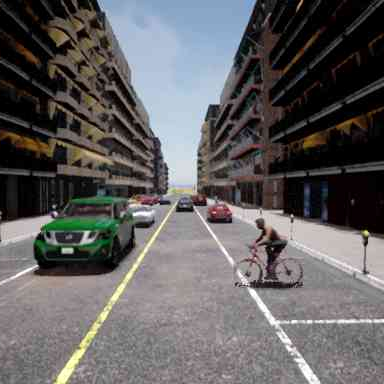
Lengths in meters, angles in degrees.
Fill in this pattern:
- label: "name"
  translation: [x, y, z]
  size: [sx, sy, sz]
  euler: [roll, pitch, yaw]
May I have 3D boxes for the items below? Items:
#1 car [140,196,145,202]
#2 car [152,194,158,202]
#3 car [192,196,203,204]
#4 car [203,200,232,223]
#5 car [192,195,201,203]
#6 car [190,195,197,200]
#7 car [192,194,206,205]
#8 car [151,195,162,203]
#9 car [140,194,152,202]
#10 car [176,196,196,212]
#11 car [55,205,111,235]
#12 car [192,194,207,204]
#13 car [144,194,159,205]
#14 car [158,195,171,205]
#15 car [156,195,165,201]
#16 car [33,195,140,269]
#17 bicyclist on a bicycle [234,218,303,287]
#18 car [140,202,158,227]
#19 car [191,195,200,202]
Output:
- label: "car"
  translation: [-6.575, 1.491, 36.202]
  size: [1.752, 1.417, 4.829]
  euler: [-1, 0, -1]
- label: "car"
  translation: [-7.007, 1.489, 53.362]
  size: [1.887, 1.381, 4.507]
  euler: [-1, 0, -1]
- label: "car"
  translation: [1.051, 1.493, 64.957]
  size: [1.947, 1.339, 4.313]
  euler: [-1, 0, -1]
- label: "car"
  translation: [2.051, 1.559, 25.319]
  size: [1.802, 1.307, 4.206]
  euler: [-1, 0, -1]
- label: "car"
  translation: [0.908, 1.462, 70.620]
  size: [1.887, 1.381, 4.507]
  euler: [-1, 0, -1]
- label: "car"
  translation: [0.371, 1.440, 93.270]
  size: [1.947, 1.339, 4.313]
  euler: [-1, 0, -1]
- label: "car"
  translation: [1.189, 1.251, 59.294]
  size: [2.192, 1.841, 5.009]
  euler: [-1, 0, -1]
- label: "car"
  translation: [-7.436, 1.462, 70.349]
  size: [1.887, 1.381, 4.507]
  euler: [-1, 0, -1]
- label: "car"
  translation: [-6.725, 1.274, 42.035]
  size: [2.192, 1.841, 5.009]
  euler: [-1, 0, -1]
- label: "car"
  translation: [-0.831, 1.526, 38.671]
  size: [1.994, 1.385, 4.181]
  euler: [0, 0, -1]
- label: "car"
  translation: [-6.149, 1.528, 19.385]
  size: [1.887, 1.381, 4.507]
  euler: [-1, 0, -1]
- label: "car"
  translation: [1.332, 1.259, 53.630]
  size: [2.192, 1.841, 5.009]
  euler: [-1, 0, -1]
- label: "car"
  translation: [-7.154, 1.251, 59.022]
  size: [2.192, 1.841, 5.009]
  euler: [-1, 0, -1]
- label: "car"
  translation: [-4.444, 1.542, 55.456]
  size: [1.895, 1.301, 4.718]
  euler: [0, 0, -1]
- label: "car"
  translation: [-7.721, 1.462, 81.676]
  size: [1.947, 1.339, 4.313]
  euler: [-1, 0, -1]
- label: "car"
  translation: [-3.348, 1.215, 11.536]
  size: [2.150, 2.045, 5.566]
  euler: [0, 0, -1]
- label: "bicyclist on a bicycle"
  translation: [1.787, 1.439, 7.847]
  size: [1.656, 1.620, 0.582]
  euler: [-1, 0, -1]
- label: "car"
  translation: [-3.616, 1.581, 22.579]
  size: [1.895, 1.301, 4.718]
  euler: [0, 0, -1]
- label: "car"
  translation: [0.770, 1.473, 76.282]
  size: [1.947, 1.339, 4.313]
  euler: [-1, 0, -1]
